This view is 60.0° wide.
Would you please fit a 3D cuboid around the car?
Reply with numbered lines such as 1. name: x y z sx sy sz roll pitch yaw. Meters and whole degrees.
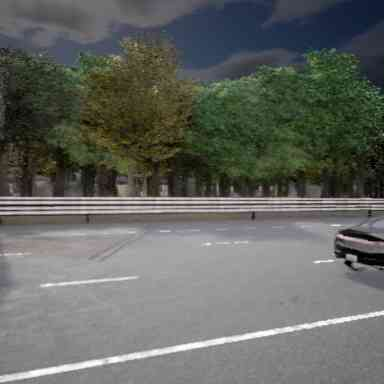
1. car: 6.064 1.380 8.839 4.902 1.511 2.128 1 2 -22
